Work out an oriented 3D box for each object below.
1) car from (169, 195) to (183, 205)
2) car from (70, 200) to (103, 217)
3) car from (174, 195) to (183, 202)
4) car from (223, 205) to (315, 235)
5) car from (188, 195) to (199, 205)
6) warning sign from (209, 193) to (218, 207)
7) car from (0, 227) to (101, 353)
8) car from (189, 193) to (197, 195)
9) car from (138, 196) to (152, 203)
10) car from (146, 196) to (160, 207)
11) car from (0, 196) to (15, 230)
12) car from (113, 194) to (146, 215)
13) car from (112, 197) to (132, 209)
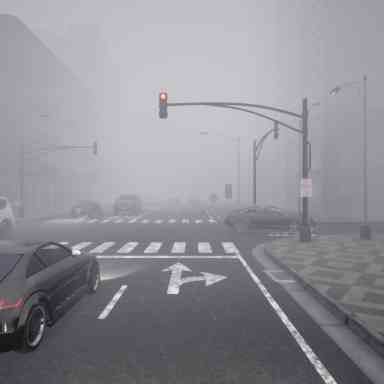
[{"bbox_3d":[-2.988,1.447,58.773,1.882,1.535,5.008,0,0,0],"label":"car"},{"bbox_3d":[-9.765,1.486,31.085,2.128,1.511,4.902,0,0,0],"label":"car"},{"bbox_3d":[-3.042,1.457,74.192,1.837,1.490,4.892,0,0,0],"label":"car"},{"bbox_3d":[4.149,1.493,18.344,4.902,1.511,2.128,0,0,9],"label":"car"},{"bbox_3d":[0.255,1.572,56.383,1.895,1.301,4.718,0,0,0],"label":"car"},{"bbox_3d":[2.975,1.097,46.286,1.300,1.860,1.060,0,0,0],"label":"warning sign"},{"bbox_3d":[-3.133,1.564,6.139,1.994,1.385,4.181,0,0,0],"label":"car"},{"bbox_3d":[0.209,1.182,73.798,2.150,2.045,5.566,0,0,0],"label":"car"},{"bbox_3d":[-9.563,1.510,67.827,2.033,1.411,5.357,0,0,0],"label":"car"},{"bbox_3d":[-6.451,1.576,52.306,1.895,1.301,4.718,0,0,0],"label":"car"},{"bbox_3d":[-9.812,1.220,14.155,2.150,2.045,5.566,0,0,0],"label":"car"},{"bbox_3d":[-6.501,1.215,34.279,2.150,2.045,5.566,0,0,0],"label":"car"},{"bbox_3d":[-9.720,1.507,46.587,1.812,1.442,4.674,0,0,0],"label":"car"}]
